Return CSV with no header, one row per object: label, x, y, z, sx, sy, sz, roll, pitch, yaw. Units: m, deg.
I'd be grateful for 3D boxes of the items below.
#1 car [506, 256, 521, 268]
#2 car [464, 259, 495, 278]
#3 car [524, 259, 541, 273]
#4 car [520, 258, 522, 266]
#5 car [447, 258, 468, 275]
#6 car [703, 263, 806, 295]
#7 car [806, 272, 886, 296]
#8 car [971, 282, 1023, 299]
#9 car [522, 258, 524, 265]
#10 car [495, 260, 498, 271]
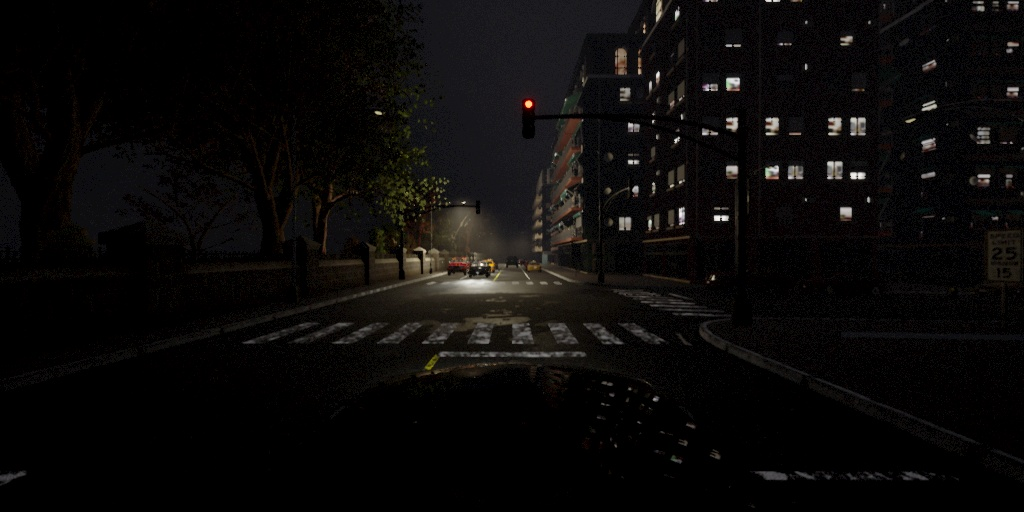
car,0.055,1.029,63.674,2.150,2.045,5.566,0,0,0
car,-3.058,1.264,34.687,2.128,1.511,4.902,0,0,0
car,2.728,1.308,44.446,1.751,1.417,4.829,0,0,0
car,2.737,1.347,55.347,2.007,1.370,4.403,0,0,0
car,-5.657,1.091,38.748,2.192,1.841,5.009,0,0,0
car,14.617,1.350,22.145,5.009,1.841,2.192,0,0,0
car,20.312,1.683,22.158,4.507,1.381,1.888,0,0,0
car,31.533,1.870,22.183,4.829,1.417,1.751,0,0,0
car,2.733,1.335,49.811,1.888,1.381,4.507,0,0,0
car,-3.053,1.261,44.188,1.882,1.535,5.008,0,0,0
